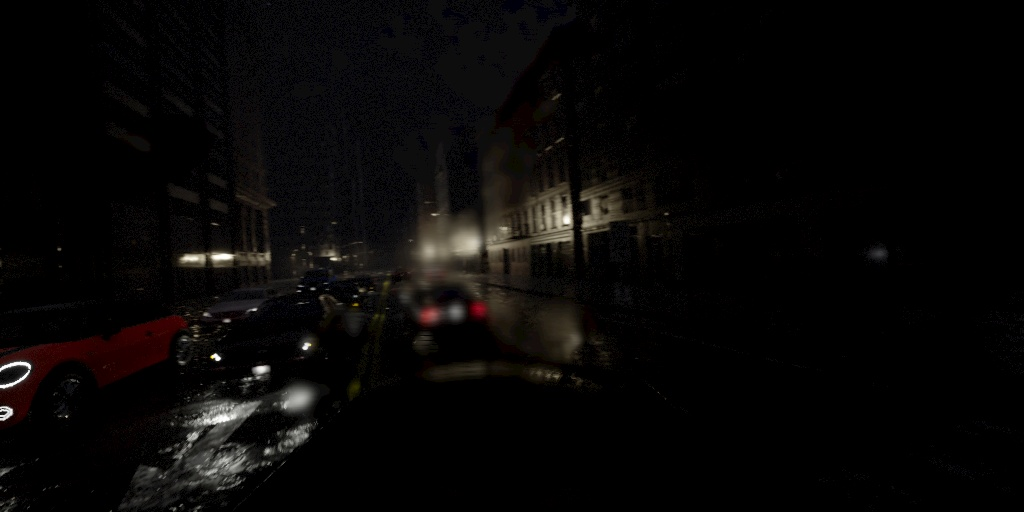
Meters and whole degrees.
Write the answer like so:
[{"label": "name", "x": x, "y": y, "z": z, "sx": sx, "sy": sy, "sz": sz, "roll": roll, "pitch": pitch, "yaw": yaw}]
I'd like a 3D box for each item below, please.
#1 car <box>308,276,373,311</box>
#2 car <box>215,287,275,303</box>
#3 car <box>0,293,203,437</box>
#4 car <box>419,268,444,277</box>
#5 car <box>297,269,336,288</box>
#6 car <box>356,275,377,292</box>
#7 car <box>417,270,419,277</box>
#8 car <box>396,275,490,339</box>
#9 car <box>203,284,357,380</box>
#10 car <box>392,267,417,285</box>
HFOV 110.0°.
[{"label": "car", "x": -8.201, "y": 1.924, "z": 17.547, "sx": 1.994, "sy": 1.385, "sz": 4.181, "roll": -4, "pitch": 0, "yaw": -17}, {"label": "car", "x": -10.660, "y": 2.026, "z": 14.650, "sx": 1.812, "sy": 1.442, "sz": 4.674, "roll": -4, "pitch": 0, "yaw": -19}, {"label": "car", "x": -7.794, "y": 1.622, "z": 6.137, "sx": 2.097, "sy": 1.767, "sz": 4.553, "roll": -4, "pitch": 0, "yaw": -19}, {"label": "car", "x": -8.630, "y": 2.053, "z": 39.407, "sx": 2.033, "sy": 1.411, "sz": 5.357, "roll": -4, "pitch": 0, "yaw": -19}, {"label": "car", "x": -15.399, "y": 2.095, "z": 28.641, "sx": 2.150, "sy": 2.045, "sz": 5.566, "roll": -4, "pitch": 0, "yaw": -19}, {"label": "car", "x": -12.171, "y": 2.240, "z": 29.283, "sx": 1.994, "sy": 1.385, "sz": 4.181, "roll": -4, "pitch": 0, "yaw": -19}, {"label": "car", "x": -12.340, "y": 2.363, "z": 50.408, "sx": 1.994, "sy": 1.385, "sz": 4.181, "roll": -4, "pitch": 0, "yaw": -18}, {"label": "car", "x": -2.236, "y": 1.491, "z": 11.066, "sx": 2.033, "sy": 1.411, "sz": 5.357, "roll": -4, "pitch": 0, "yaw": -21}, {"label": "car", "x": -5.259, "y": 1.671, "z": 8.800, "sx": 2.033, "sy": 1.411, "sz": 5.357, "roll": -4, "pitch": 0, "yaw": -19}, {"label": "car", "x": -11.811, "y": 2.055, "z": 38.733, "sx": 2.097, "sy": 1.767, "sz": 4.553, "roll": -4, "pitch": 0, "yaw": -18}]
